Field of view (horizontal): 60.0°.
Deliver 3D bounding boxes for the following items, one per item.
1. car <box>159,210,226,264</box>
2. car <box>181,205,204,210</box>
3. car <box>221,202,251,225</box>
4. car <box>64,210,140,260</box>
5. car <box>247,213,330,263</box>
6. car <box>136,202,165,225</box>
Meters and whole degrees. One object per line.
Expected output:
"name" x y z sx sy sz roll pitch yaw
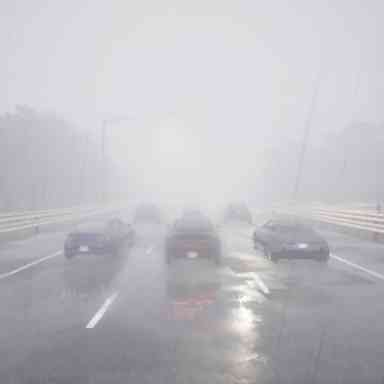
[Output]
"car" 0.045 1.642 12.346 1.837 1.490 4.892 0 0 1
"car" 0.052 1.817 28.022 1.812 1.442 4.674 0 0 0
"car" 3.548 1.637 27.251 2.097 1.767 4.553 0 -1 1
"car" -3.447 1.668 12.989 1.812 1.442 4.674 0 0 1
"car" 3.549 1.704 12.619 1.994 1.385 4.181 0 0 0
"car" -3.453 1.637 27.254 2.097 1.767 4.553 0 -1 0
